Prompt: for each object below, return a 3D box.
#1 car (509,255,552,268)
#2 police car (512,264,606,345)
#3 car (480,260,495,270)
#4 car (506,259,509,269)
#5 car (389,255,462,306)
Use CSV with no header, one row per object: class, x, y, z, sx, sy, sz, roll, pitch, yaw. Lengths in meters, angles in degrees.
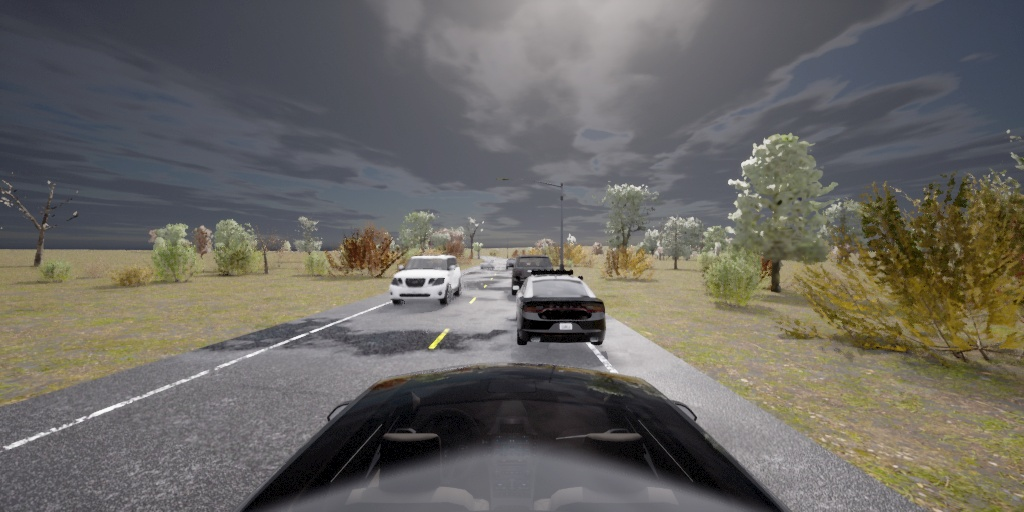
car,1.056,0.957,19.512,2.150,2.045,5.566,0,0,0
police car,1.053,1.170,9.592,1.930,1.638,5.238,0,0,0
car,-3.492,1.266,51.045,1.895,1.301,4.718,0,0,0
car,0.074,1.209,52.232,2.033,1.411,5.357,0,0,1
car,-3.595,0.960,15.967,2.150,2.045,5.566,0,0,0
